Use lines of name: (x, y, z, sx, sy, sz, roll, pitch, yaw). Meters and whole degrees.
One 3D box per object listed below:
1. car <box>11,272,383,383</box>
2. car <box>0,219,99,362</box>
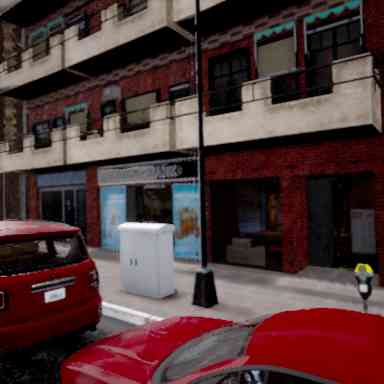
car: (0.881, 1.550, 2.264, 4.507, 1.381, 1.887, -1, -1, 36)
car: (-3.629, 1.378, 5.487, 5.009, 1.841, 2.192, -1, -1, 36)
